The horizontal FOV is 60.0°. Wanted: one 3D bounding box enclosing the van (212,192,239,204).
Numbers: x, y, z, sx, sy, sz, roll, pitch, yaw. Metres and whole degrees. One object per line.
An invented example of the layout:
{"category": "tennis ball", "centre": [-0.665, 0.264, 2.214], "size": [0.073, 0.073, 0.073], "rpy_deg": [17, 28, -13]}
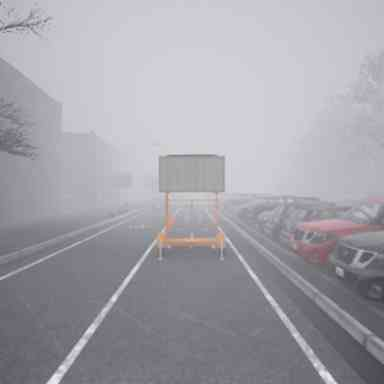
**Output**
{"category": "van", "centre": [5.730, 1.038, 56.957], "size": [4.442, 1.987, 1.878], "rpy_deg": [0, 0, 0]}

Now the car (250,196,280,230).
{"category": "car", "centre": [5.690, 1.275, 17.714], "size": [4.553, 1.767, 2.185], "rpy_deg": [0, 0, 0]}

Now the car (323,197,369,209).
{"category": "car", "centre": [18.710, 1.338, 40.484], "size": [4.674, 1.452, 2.002], "rpy_deg": [0, 0, 0]}

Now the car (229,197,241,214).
{"category": "car", "centre": [5.620, 1.391, 26.124], "size": [4.792, 1.488, 2.163], "rpy_deg": [0, 0, 0]}

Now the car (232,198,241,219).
{"category": "car", "centre": [5.647, 1.374, 23.321], "size": [5.008, 1.535, 2.097], "rpy_deg": [0, 0, 0]}

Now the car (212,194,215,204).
{"category": "car", "centre": [5.597, 1.311, 45.745], "size": [4.792, 1.488, 2.163], "rpy_deg": [0, 0, 0]}

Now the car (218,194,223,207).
{"category": "car", "centre": [5.822, 1.307, 37.338], "size": [5.366, 1.575, 1.946], "rpy_deg": [0, 0, 0]}

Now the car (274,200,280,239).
{"category": "car", "centre": [5.634, 1.300, 12.107], "size": [4.553, 1.767, 2.185], "rpy_deg": [0, 0, 0]}

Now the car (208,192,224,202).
{"category": "car", "centre": [5.649, 1.020, 51.350], "size": [5.566, 2.045, 2.435], "rpy_deg": [0, 0, 0]}

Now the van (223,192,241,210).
{"category": "van", "centre": [5.526, 1.110, 31.730], "size": [4.442, 1.987, 1.878], "rpy_deg": [0, 0, 0]}

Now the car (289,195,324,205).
{"category": "car", "centre": [18.691, 1.268, 54.284], "size": [5.008, 1.535, 2.097], "rpy_deg": [0, 0, 0]}

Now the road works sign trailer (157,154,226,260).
{"category": "road works sign trailer", "centre": [-0.006, 0.414, 12.209], "size": [2.380, 3.560, 2.880], "rpy_deg": [0, 0, 1]}

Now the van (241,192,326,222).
{"category": "van", "centre": [5.539, 1.161, 20.517], "size": [4.442, 1.987, 1.878], "rpy_deg": [0, 0, 0]}

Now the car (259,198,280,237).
{"category": "car", "centre": [5.631, 1.287, 14.911], "size": [4.553, 1.767, 2.185], "rpy_deg": [0, 0, 0]}

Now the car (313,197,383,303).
{"category": "car", "centre": [5.644, 1.200, 6.500], "size": [5.566, 2.045, 2.435], "rpy_deg": [0, 0, 0]}

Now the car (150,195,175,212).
{"category": "car", "centre": [-3.337, 1.337, 35.913], "size": [2.128, 1.511, 4.902], "rpy_deg": [0, 0, 0]}

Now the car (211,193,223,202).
{"category": "car", "centre": [5.619, 1.277, 48.543], "size": [4.892, 1.521, 2.231], "rpy_deg": [0, 0, 0]}

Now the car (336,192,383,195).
{"category": "car", "centre": [18.690, 1.071, 34.913], "size": [5.566, 2.045, 2.435], "rpy_deg": [0, 0, 0]}

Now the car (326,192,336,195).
{"category": "car", "centre": [18.687, 1.059, 37.575], "size": [5.566, 2.045, 2.435], "rpy_deg": [0, 0, 0]}

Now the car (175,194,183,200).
{"category": "car", "centre": [-3.234, 1.126, 77.731], "size": [1.812, 1.442, 4.674], "rpy_deg": [0, 0, 0]}

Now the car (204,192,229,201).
{"category": "car", "centre": [5.640, 1.013, 76.579], "size": [5.566, 2.045, 2.435], "rpy_deg": [0, 0, 0]}

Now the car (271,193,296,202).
{"category": "car", "centre": [18.657, 1.126, 68.208], "size": [4.553, 1.767, 2.185], "rpy_deg": [0, 0, 0]}

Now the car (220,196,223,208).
{"category": "car", "centre": [5.669, 1.352, 34.534], "size": [4.792, 1.488, 2.163], "rpy_deg": [0, 0, 0]}

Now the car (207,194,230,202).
{"category": "car", "centre": [5.615, 1.253, 70.974], "size": [4.892, 1.521, 2.231], "rpy_deg": [0, 0, 0]}

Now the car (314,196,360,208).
{"category": "car", "centre": [18.704, 1.290, 43.145], "size": [5.008, 1.535, 2.097], "rpy_deg": [0, 0, 0]}

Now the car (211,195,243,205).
{"category": "car", "centre": [5.612, 1.268, 54.154], "size": [5.008, 1.535, 2.097], "rpy_deg": [0, 0, 0]}

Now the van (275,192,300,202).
{"category": "van", "centre": [18.804, 1.027, 65.428], "size": [4.442, 1.987, 1.878], "rpy_deg": [0, 0, 0]}

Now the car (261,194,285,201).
{"category": "car", "centre": [18.697, 1.264, 76.564], "size": [5.008, 1.535, 2.097], "rpy_deg": [0, 0, 0]}

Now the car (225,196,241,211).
{"category": "car", "centre": [5.617, 1.378, 28.928], "size": [4.792, 1.488, 2.163], "rpy_deg": [0, 0, 0]}

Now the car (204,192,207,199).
{"category": "car", "centre": [5.637, 1.001, 68.169], "size": [5.566, 2.045, 2.435], "rpy_deg": [0, 0, 0]}

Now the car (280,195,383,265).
{"category": "car", "centre": [5.641, 1.188, 9.304], "size": [5.566, 2.045, 2.435], "rpy_deg": [0, 0, 0]}
